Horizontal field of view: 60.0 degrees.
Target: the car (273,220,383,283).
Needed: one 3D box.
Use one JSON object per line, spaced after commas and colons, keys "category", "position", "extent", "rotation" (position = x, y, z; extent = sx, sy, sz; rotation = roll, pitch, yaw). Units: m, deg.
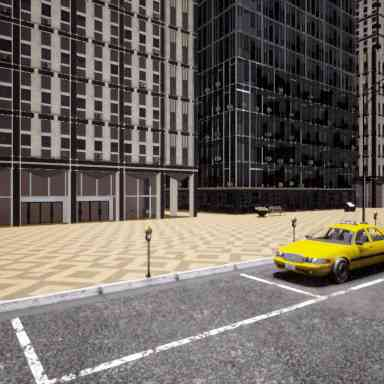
{"category": "car", "position": [4.407, 1.526, 9.653], "extent": [4.829, 1.417, 1.752], "rotation": [0, 0, -35]}
